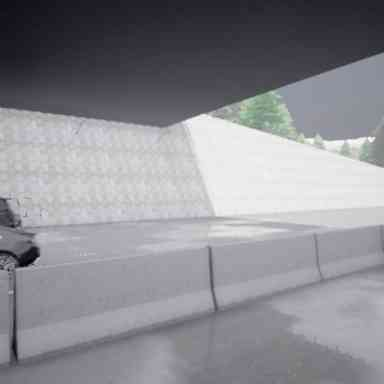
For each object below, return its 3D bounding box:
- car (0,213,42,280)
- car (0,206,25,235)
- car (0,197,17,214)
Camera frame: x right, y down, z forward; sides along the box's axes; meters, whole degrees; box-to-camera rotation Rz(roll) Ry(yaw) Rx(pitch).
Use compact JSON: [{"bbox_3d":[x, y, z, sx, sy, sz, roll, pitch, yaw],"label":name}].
[{"bbox_3d":[-6.336,1.493,8.070,4.902,1.511,2.128,0,0,-36],"label":"car"},{"bbox_3d":[-11.441,1.525,17.326,4.674,1.442,1.812,0,0,-36],"label":"car"},{"bbox_3d":[-10.371,1.223,13.791,5.566,2.045,2.150,0,0,-36],"label":"car"}]
